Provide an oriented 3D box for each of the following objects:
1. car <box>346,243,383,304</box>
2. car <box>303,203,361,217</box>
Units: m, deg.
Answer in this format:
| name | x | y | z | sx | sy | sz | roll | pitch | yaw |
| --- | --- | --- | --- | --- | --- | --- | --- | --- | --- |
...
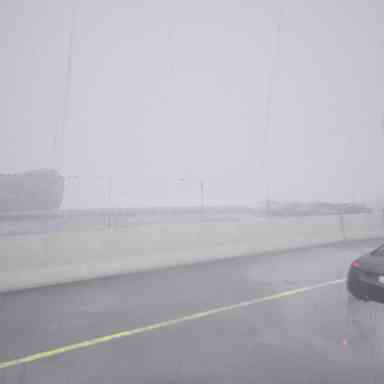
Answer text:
| name | x | y | z | sx | sy | sz | roll | pitch | yaw |
| --- | --- | --- | --- | --- | --- | --- | --- | --- | --- |
| car | 5.222 | 1.573 | 7.078 | 4.181 | 1.385 | 1.994 | 0 | 0 | -33 |
| car | 10.057 | 1.507 | 22.335 | 4.902 | 1.511 | 2.128 | 0 | 0 | -29 |
